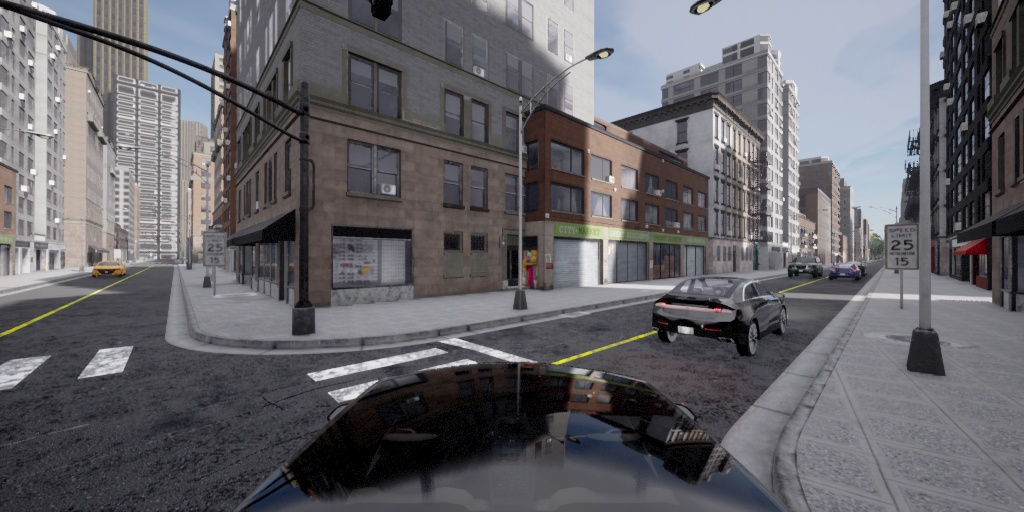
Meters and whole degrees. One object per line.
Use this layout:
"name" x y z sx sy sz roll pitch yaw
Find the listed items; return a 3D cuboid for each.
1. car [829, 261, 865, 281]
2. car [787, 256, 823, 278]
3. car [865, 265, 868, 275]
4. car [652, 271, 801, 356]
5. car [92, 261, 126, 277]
"car" 28.623 1.328 30.762 4.674 1.442 1.812 0 0 -43
"car" 28.767 1.031 35.110 5.566 2.045 2.150 0 0 -43
"car" 36.083 1.302 37.869 5.008 1.535 1.882 0 0 -43
"car" 5.178 1.248 8.715 4.902 1.511 2.128 0 0 -43
"car" -39.334 1.211 35.083 1.882 1.535 5.008 0 0 -43
